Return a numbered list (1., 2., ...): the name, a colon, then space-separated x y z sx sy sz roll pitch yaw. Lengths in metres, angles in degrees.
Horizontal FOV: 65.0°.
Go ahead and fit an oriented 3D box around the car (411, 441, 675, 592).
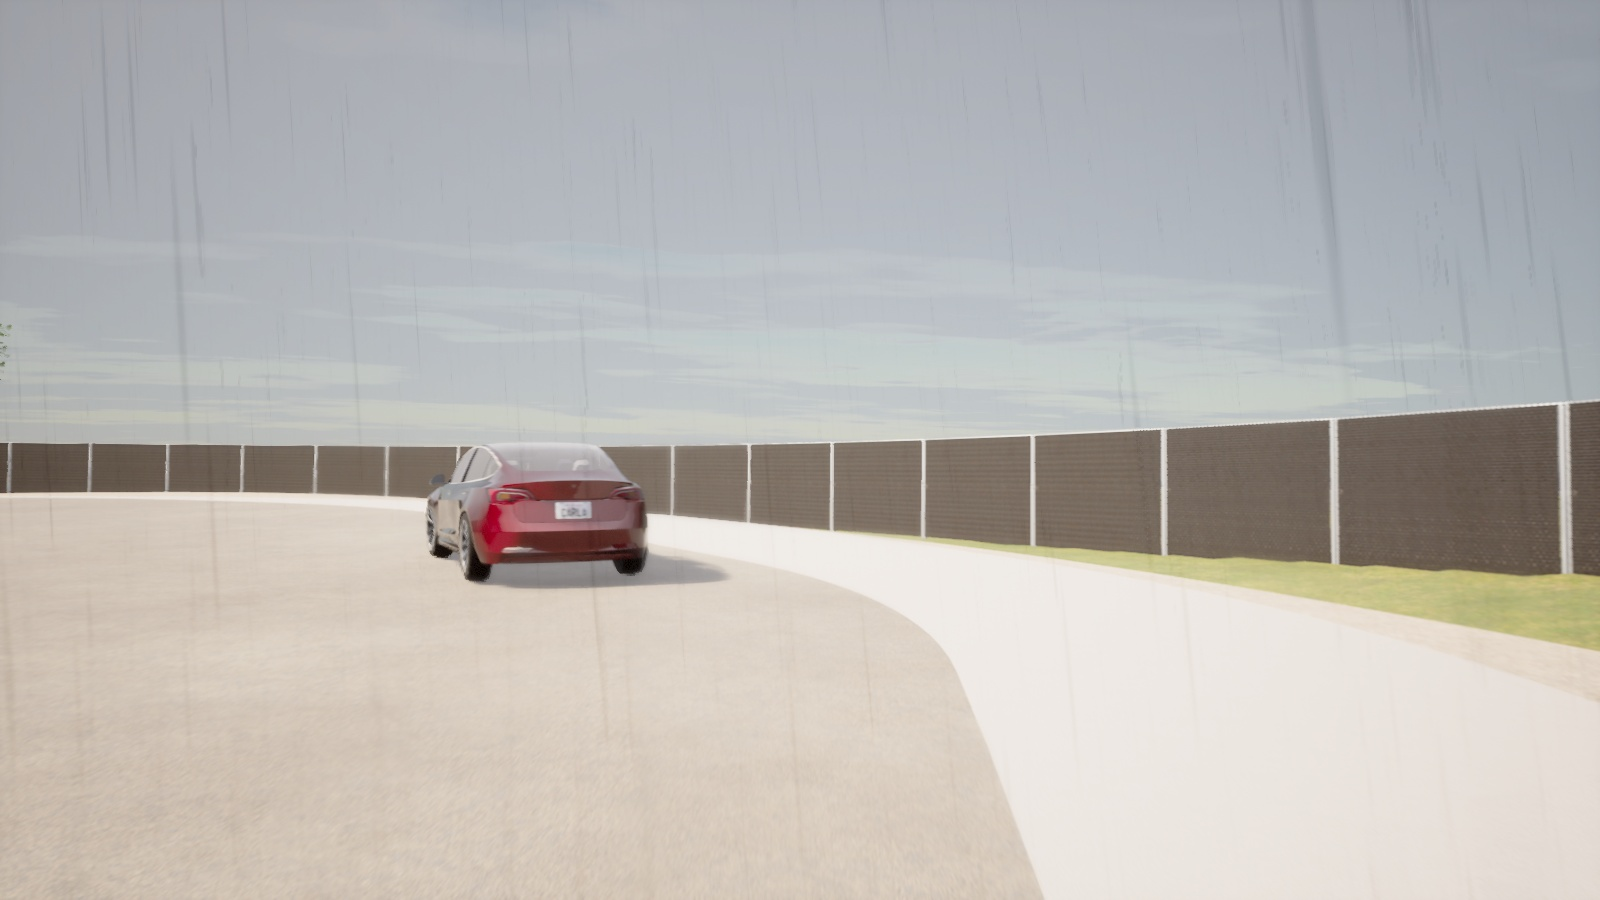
1. car: -3.254 0.635 14.984 2.163 1.488 4.792 0 0 -23
